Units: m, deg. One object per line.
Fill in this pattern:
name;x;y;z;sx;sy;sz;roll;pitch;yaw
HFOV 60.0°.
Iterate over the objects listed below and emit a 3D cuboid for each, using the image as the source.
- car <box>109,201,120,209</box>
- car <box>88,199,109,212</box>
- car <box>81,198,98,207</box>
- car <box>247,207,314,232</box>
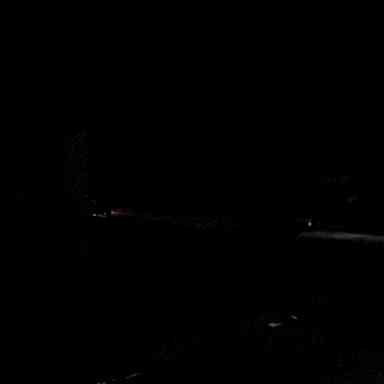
car;-14.190;2.232;57.105;1.895;1.301;4.718;-1;1;-35
car;-15.179;2.330;52.247;1.895;1.301;4.718;-1;1;-35
car;-20.188;2.065;65.446;1.837;1.490;4.892;-1;1;-36
car;5.905;1.800;22.707;2.128;1.511;4.902;-1;0;-36
